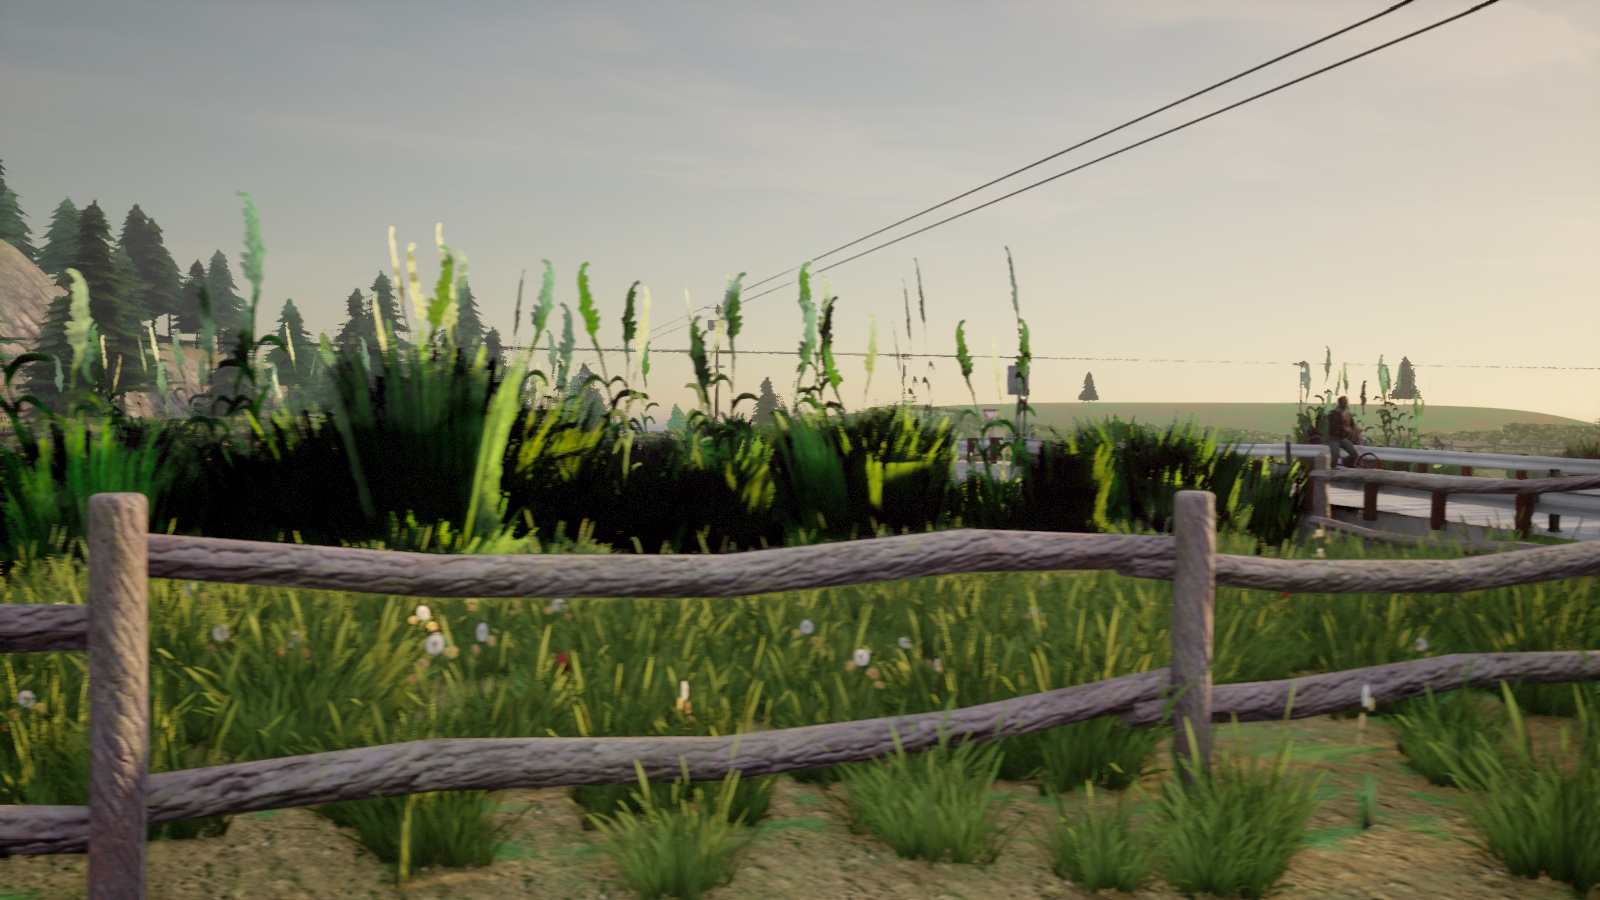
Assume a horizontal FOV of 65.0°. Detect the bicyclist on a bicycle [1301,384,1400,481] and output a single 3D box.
[{"bbox_3d":[10.478,-0.368,23.956,0.659,1.776,1.843,-1,3,-17],"label":"bicyclist on a bicycle"}]
